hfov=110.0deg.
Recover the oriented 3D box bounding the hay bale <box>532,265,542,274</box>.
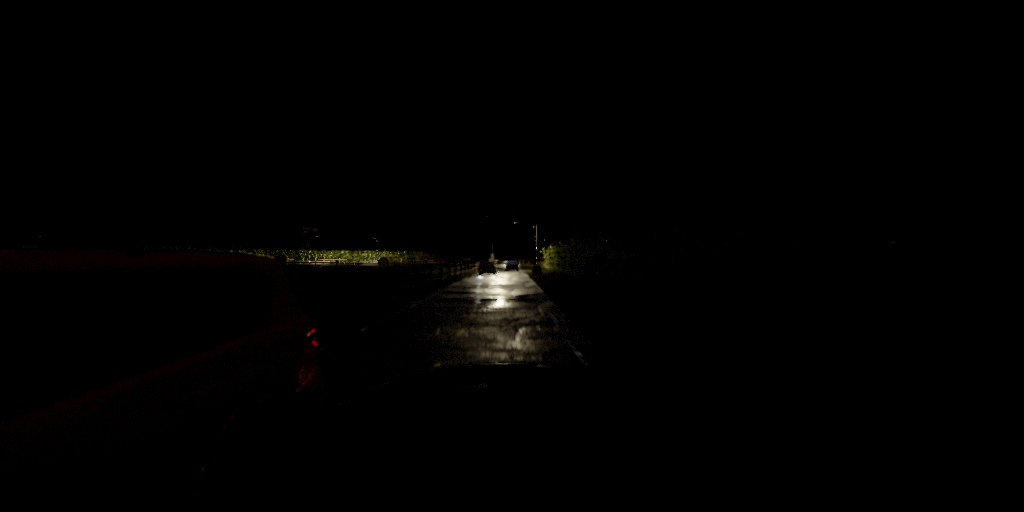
[{"bbox_3d":[3.136,1.652,45.665,1.220,1.180,1.240,0,0,0],"label":"hay bale"}]

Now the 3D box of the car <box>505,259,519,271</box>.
[{"bbox_3d":[0.024,1.525,54.555,1.882,1.535,5.008,0,0,0],"label":"car"}]

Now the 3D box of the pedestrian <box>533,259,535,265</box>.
[{"bbox_3d":[2.837,1.307,46.768,0.375,1.860,0.375,0,0,-3],"label":"pedestrian"}]

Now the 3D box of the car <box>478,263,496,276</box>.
[{"bbox_3d":[-2.812,1.499,41.709,1.812,1.442,4.674,0,0,0],"label":"car"}]

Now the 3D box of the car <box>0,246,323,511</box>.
[{"bbox_3d":[-2.838,0.967,1.071,2.150,2.045,5.566,0,0,0],"label":"car"}]
